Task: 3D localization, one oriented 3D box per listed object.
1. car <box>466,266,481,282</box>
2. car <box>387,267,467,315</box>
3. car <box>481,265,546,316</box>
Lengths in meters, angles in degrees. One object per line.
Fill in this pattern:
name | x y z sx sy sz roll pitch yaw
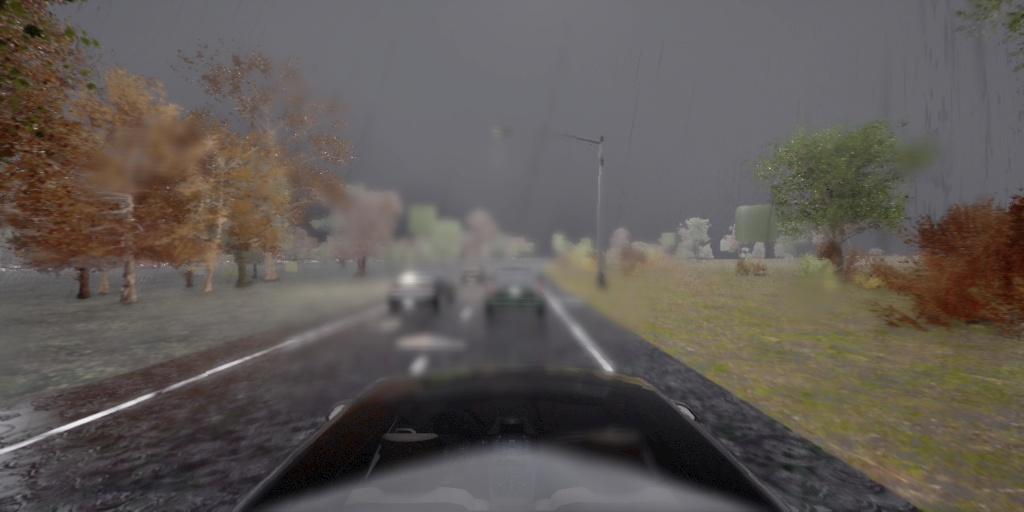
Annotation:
car | -2.974 1.520 29.275 1.837 1.490 4.892 0 0 2
car | -3.337 1.361 14.236 2.128 1.511 4.902 0 0 2
car | 0.162 1.220 14.129 2.097 1.767 4.553 0 -1 2
